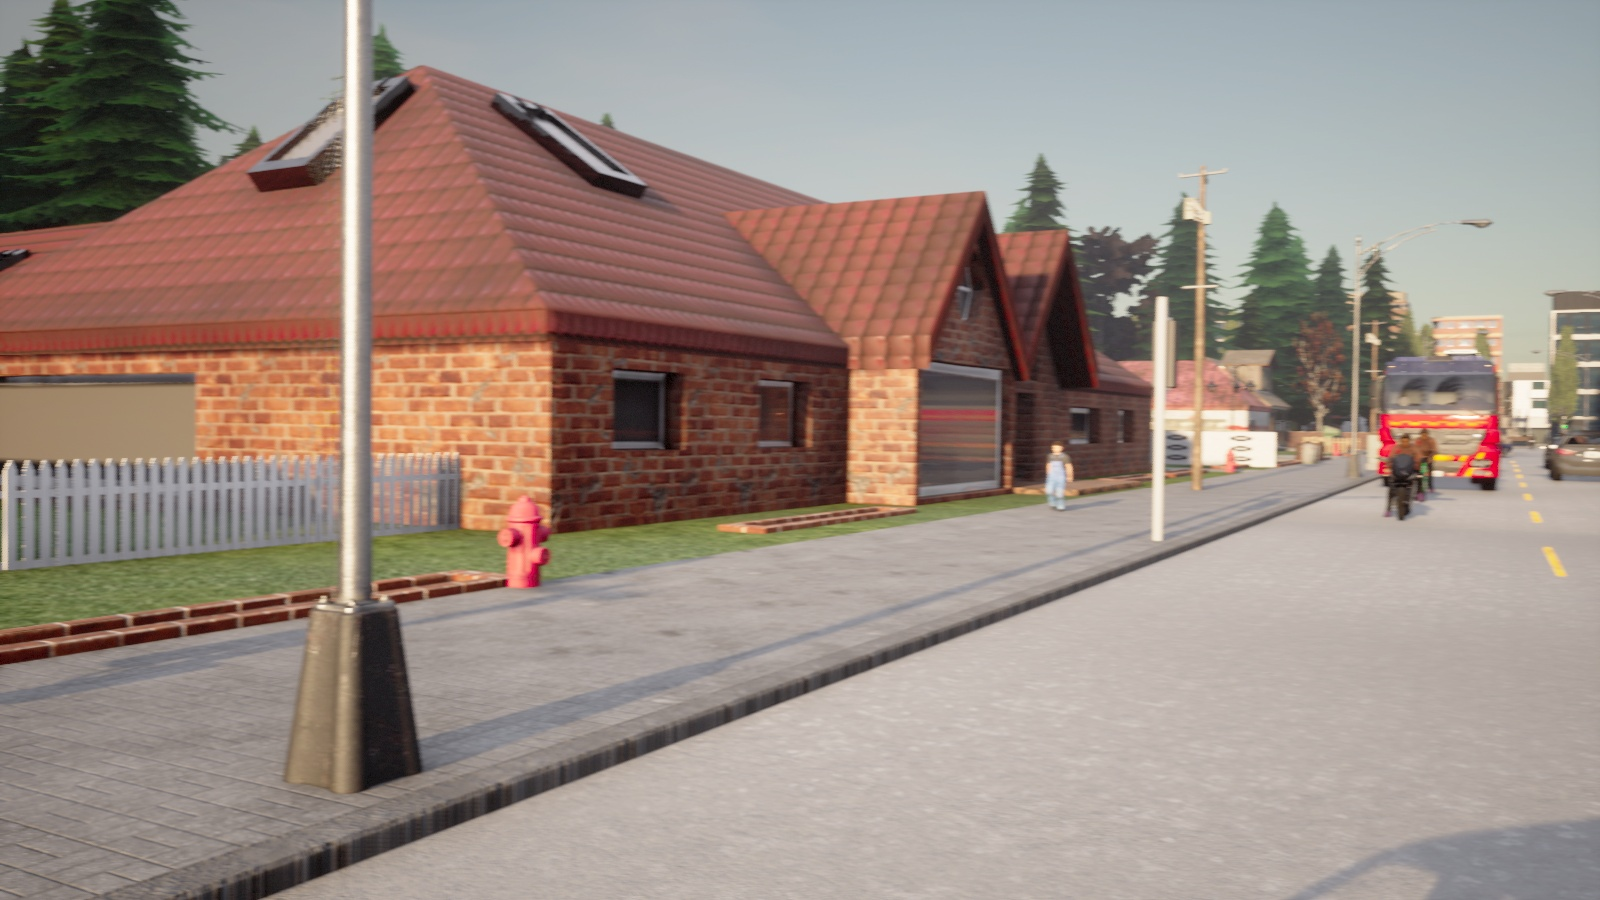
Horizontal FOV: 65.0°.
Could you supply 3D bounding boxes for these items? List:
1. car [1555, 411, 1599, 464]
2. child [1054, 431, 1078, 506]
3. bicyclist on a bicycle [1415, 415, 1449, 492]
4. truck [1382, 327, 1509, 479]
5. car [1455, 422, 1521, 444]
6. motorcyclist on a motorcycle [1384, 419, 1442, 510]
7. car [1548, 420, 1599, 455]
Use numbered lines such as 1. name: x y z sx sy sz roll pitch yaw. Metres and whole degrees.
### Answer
1. car: 26.435 -0.453 41.643 2.242 1.667 4.611 0 1 29
2. child: 4.543 0.303 21.447 0.270 1.263 0.437 0 1 28
3. bicyclist on a bicycle: 13.843 0.059 27.488 0.582 1.620 1.656 0 2 29
4. truck: 18.687 -1.278 36.059 2.891 3.827 8.468 0 1 29
5. car: 42.169 -1.064 76.912 4.718 1.301 1.895 -1 1 -39
6. motorcyclist on a motorcycle: 10.828 0.225 22.150 0.797 1.523 2.044 0 1 30
7. car: 33.507 -0.571 54.168 2.033 1.411 5.357 0 1 29
